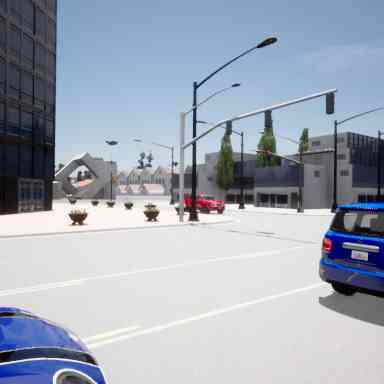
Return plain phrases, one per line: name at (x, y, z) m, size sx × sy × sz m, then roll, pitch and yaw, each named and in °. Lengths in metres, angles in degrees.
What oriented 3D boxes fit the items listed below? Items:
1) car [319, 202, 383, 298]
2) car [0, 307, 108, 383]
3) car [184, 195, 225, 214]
car at (5.200, 1.239, 7.507) m, size 5.566 × 2.045 × 2.150 m, roll 0°, pitch 0°, yaw -35°
car at (-2.729, 1.352, 1.796) m, size 4.553 × 1.767 × 2.097 m, roll 0°, pitch 0°, yaw -35°
car at (1.299, 1.314, 36.715) m, size 2.150 × 2.045 × 5.566 m, roll 1°, pitch -1°, yaw -35°
